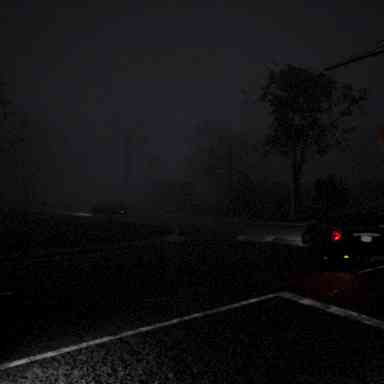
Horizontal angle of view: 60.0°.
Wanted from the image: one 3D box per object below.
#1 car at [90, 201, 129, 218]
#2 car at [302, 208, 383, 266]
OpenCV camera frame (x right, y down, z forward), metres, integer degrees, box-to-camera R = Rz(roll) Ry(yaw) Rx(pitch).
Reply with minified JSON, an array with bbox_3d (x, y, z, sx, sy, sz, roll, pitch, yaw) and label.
[{"bbox_3d":[-7.735,1.533,30.811,2.128,1.511,4.902,0,0,-43],"label":"car"},{"bbox_3d":[5.332,1.371,11.615,2.097,1.767,4.553,0,0,9],"label":"car"}]
